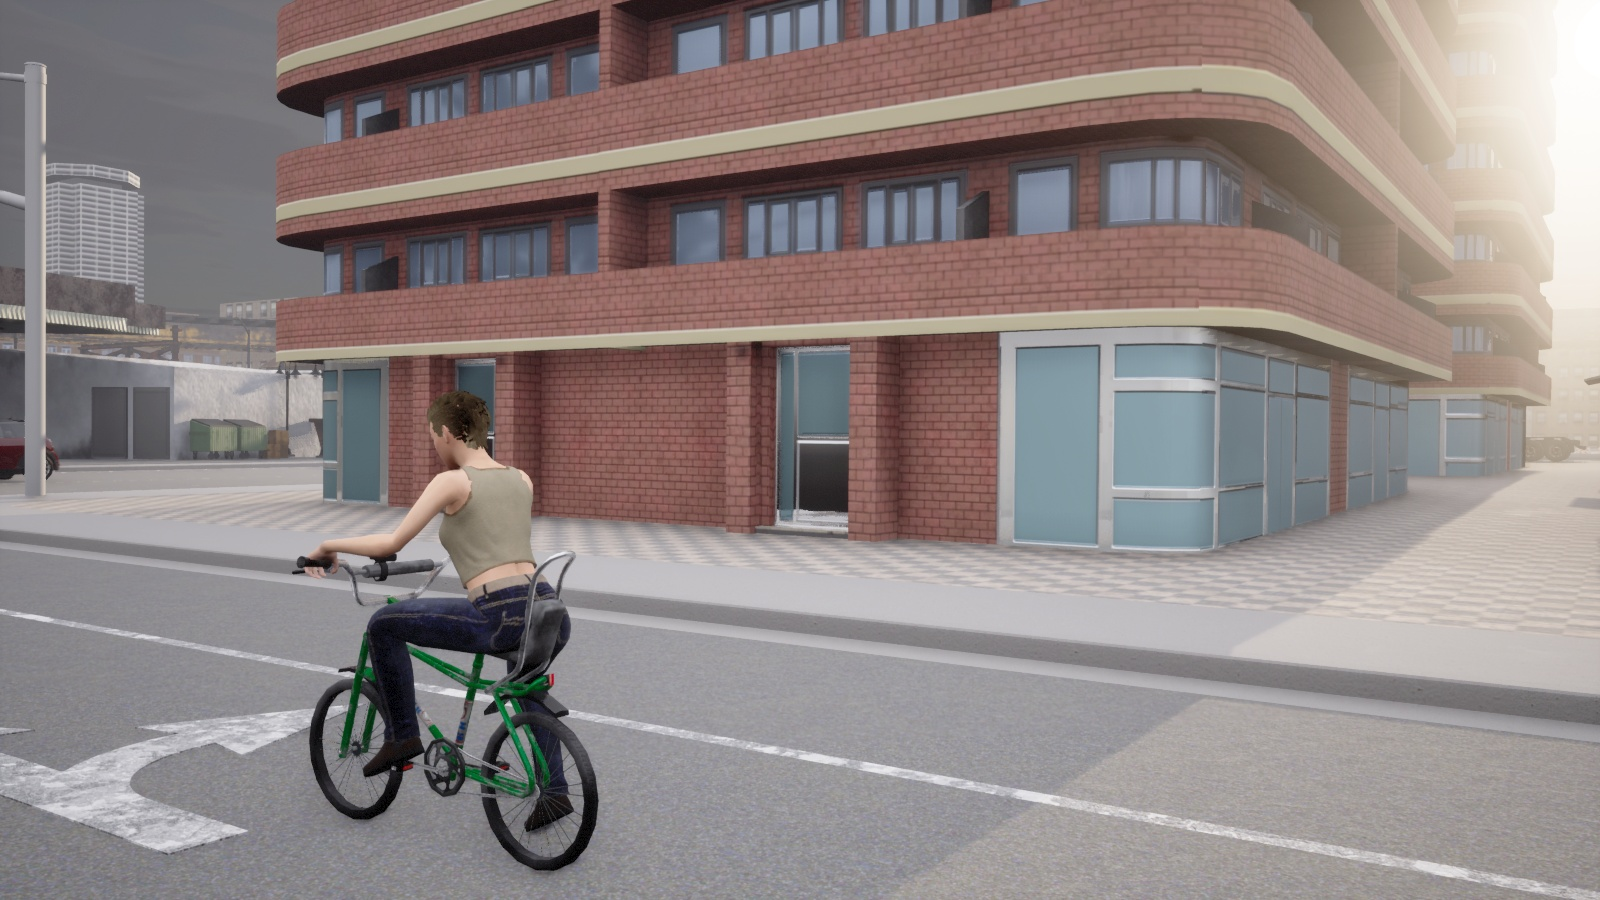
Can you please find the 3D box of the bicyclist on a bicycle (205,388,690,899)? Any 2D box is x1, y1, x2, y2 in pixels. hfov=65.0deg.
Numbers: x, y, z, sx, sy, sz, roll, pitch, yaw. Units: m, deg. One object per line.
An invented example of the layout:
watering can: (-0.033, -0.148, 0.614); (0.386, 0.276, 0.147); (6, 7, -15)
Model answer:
bicyclist on a bicycle: (-1.262, 0.618, 4.465); (1.509, 1.612, 0.866); (0, 1, 33)

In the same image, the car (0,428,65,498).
car: (-21.697, 0.348, 32.076); (2.097, 1.767, 4.553); (0, 1, 32)

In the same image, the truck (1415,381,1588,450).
truck: (38.042, -1.802, 68.236); (7.936, 3.462, 2.891); (-1, 0, 34)
